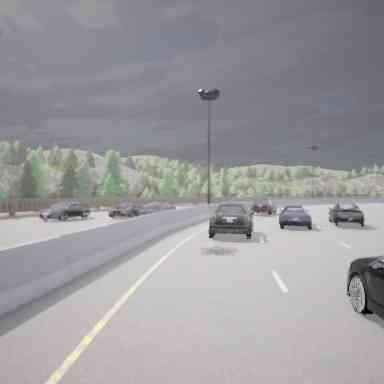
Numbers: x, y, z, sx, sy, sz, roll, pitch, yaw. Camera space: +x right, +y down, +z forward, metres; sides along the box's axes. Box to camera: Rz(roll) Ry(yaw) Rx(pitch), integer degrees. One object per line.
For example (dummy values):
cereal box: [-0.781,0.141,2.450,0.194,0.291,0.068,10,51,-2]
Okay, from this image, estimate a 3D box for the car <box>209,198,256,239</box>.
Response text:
car: [2.206,1.387,17.911,2.097,1.767,4.553,0,0,11]

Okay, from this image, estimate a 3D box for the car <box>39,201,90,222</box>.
car: [-10.183,1.526,26.926,2.128,1.511,4.902,0,0,16]

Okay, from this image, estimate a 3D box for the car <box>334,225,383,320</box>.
car: [3.884,1.511,4.651,2.128,1.511,4.902,0,0,3]

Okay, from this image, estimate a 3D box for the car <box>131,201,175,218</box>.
car: [-2.825,1.557,27.226,1.837,1.490,4.892,0,0,17]

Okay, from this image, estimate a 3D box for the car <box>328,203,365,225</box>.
car: [10.874,1.559,23.638,2.128,1.511,4.902,0,0,17]

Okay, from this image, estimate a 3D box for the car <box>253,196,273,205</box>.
car: [14.055,1.634,65.494,2.097,1.767,4.553,0,-1,39]

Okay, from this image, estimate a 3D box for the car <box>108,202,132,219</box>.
car: [-5.700,1.620,29.775,1.994,1.385,4.181,0,0,18]

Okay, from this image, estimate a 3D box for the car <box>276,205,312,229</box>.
car: [6.869,1.621,22.336,1.994,1.385,4.181,0,0,14]

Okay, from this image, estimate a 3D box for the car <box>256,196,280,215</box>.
car: [7.621,1.455,35.008,2.097,1.767,4.553,0,0,23]
